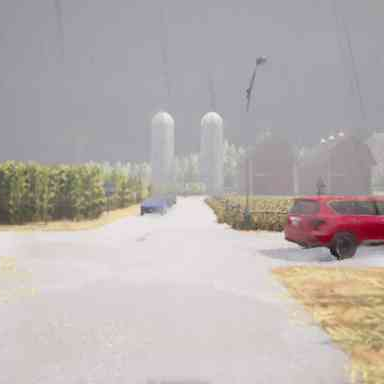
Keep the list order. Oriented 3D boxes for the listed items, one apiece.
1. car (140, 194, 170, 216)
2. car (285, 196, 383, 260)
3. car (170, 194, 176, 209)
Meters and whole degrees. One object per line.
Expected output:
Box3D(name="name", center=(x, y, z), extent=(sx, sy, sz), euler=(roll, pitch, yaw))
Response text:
Box3D(name="car", center=(-3.200, 1.140, 28.362), extent=(1.882, 1.535, 5.008), euler=(0, 0, 0))
Box3D(name="car", center=(6.160, 1.183, 12.185), extent=(5.566, 2.045, 2.150), euler=(0, -1, -15))
Box3D(name="car", center=(-3.197, 1.197, 38.412), extent=(1.895, 1.301, 4.718), euler=(0, 0, 0))
